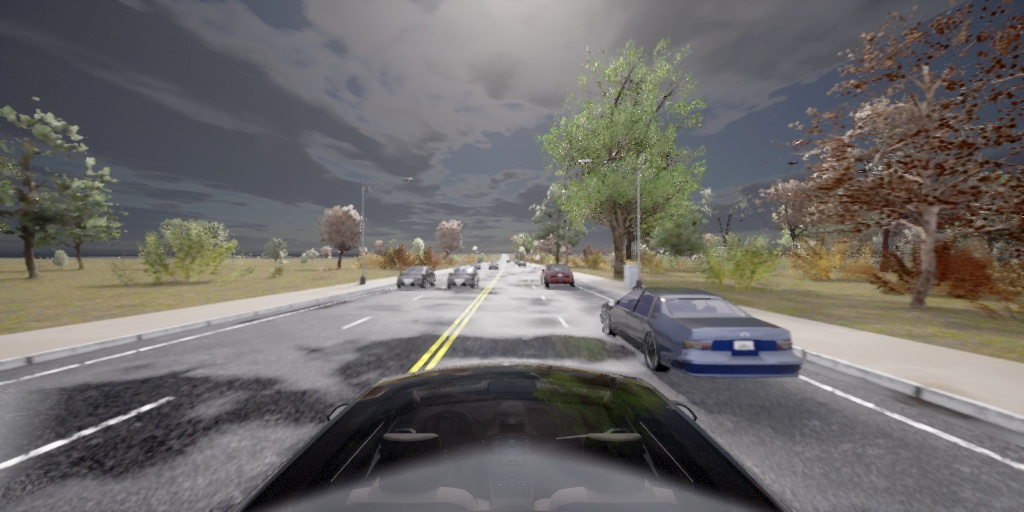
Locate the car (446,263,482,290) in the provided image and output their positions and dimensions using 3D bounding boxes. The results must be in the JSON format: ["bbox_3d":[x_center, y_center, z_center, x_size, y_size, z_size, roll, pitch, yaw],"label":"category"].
[{"bbox_3d":[-3.345,1.482,25.124,2.128,1.511,4.902,0,-1,0],"label":"car"}]

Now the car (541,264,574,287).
[{"bbox_3d":[3.351,1.366,27.102,2.097,1.767,4.553,0,-1,0],"label":"car"}]

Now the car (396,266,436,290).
[{"bbox_3d":[-6.595,1.480,25.107,2.128,1.511,4.902,0,-1,0],"label":"car"}]

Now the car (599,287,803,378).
[{"bbox_3d":[3.346,1.363,7.684,2.033,1.411,5.357,0,-1,0],"label":"car"}]
